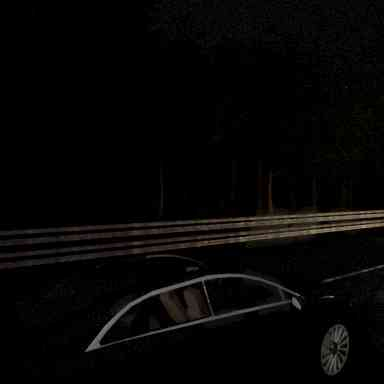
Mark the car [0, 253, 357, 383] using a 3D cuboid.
[{"bbox_3d":[0.003,1.495,3.873,4.902,1.511,2.128,0,0,-36],"label":"car"}]
